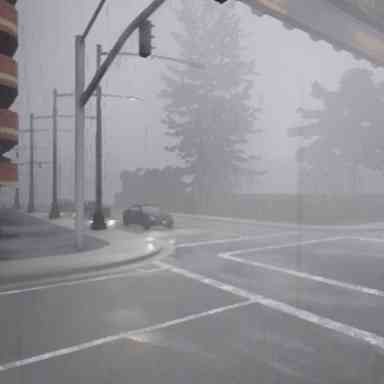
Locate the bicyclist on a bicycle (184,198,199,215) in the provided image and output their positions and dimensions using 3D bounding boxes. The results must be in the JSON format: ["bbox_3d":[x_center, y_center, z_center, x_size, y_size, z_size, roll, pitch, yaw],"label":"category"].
[{"bbox_3d":[-0.042,1.343,30.570,1.656,1.620,0.582,0,0,-35],"label":"bicyclist on a bicycle"}]

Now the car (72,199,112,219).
[{"bbox_3d":[-8.937,1.501,30.198,1.882,1.535,5.008,0,0,-35],"label":"car"}]

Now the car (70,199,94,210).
[{"bbox_3d":[-14.983,1.632,45.155,1.895,1.301,4.718,0,0,-34],"label":"car"}]

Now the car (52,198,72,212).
[{"bbox_3d":[-14.913,1.528,38.699,1.837,1.490,4.892,0,0,-35],"label":"car"}]

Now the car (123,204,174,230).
[{"bbox_3d":[-2.994,1.549,21.813,1.812,1.442,4.674,0,0,-36],"label":"car"}]
